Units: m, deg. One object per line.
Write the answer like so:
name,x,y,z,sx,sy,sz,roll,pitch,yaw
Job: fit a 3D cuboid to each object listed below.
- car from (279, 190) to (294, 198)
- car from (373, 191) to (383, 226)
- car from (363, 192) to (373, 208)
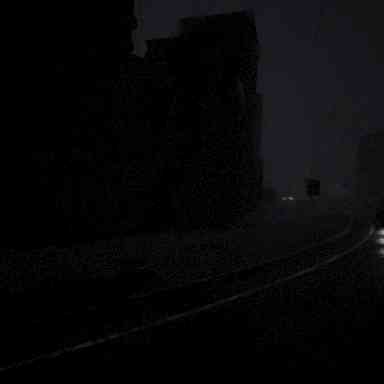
car,17.951,0.394,63.151,1.895,1.301,4.718,3,2,4
car,13.384,1.055,21.571,2.150,2.045,5.566,2,2,24
car,21.245,0.928,37.339,2.150,2.045,5.566,3,2,6
